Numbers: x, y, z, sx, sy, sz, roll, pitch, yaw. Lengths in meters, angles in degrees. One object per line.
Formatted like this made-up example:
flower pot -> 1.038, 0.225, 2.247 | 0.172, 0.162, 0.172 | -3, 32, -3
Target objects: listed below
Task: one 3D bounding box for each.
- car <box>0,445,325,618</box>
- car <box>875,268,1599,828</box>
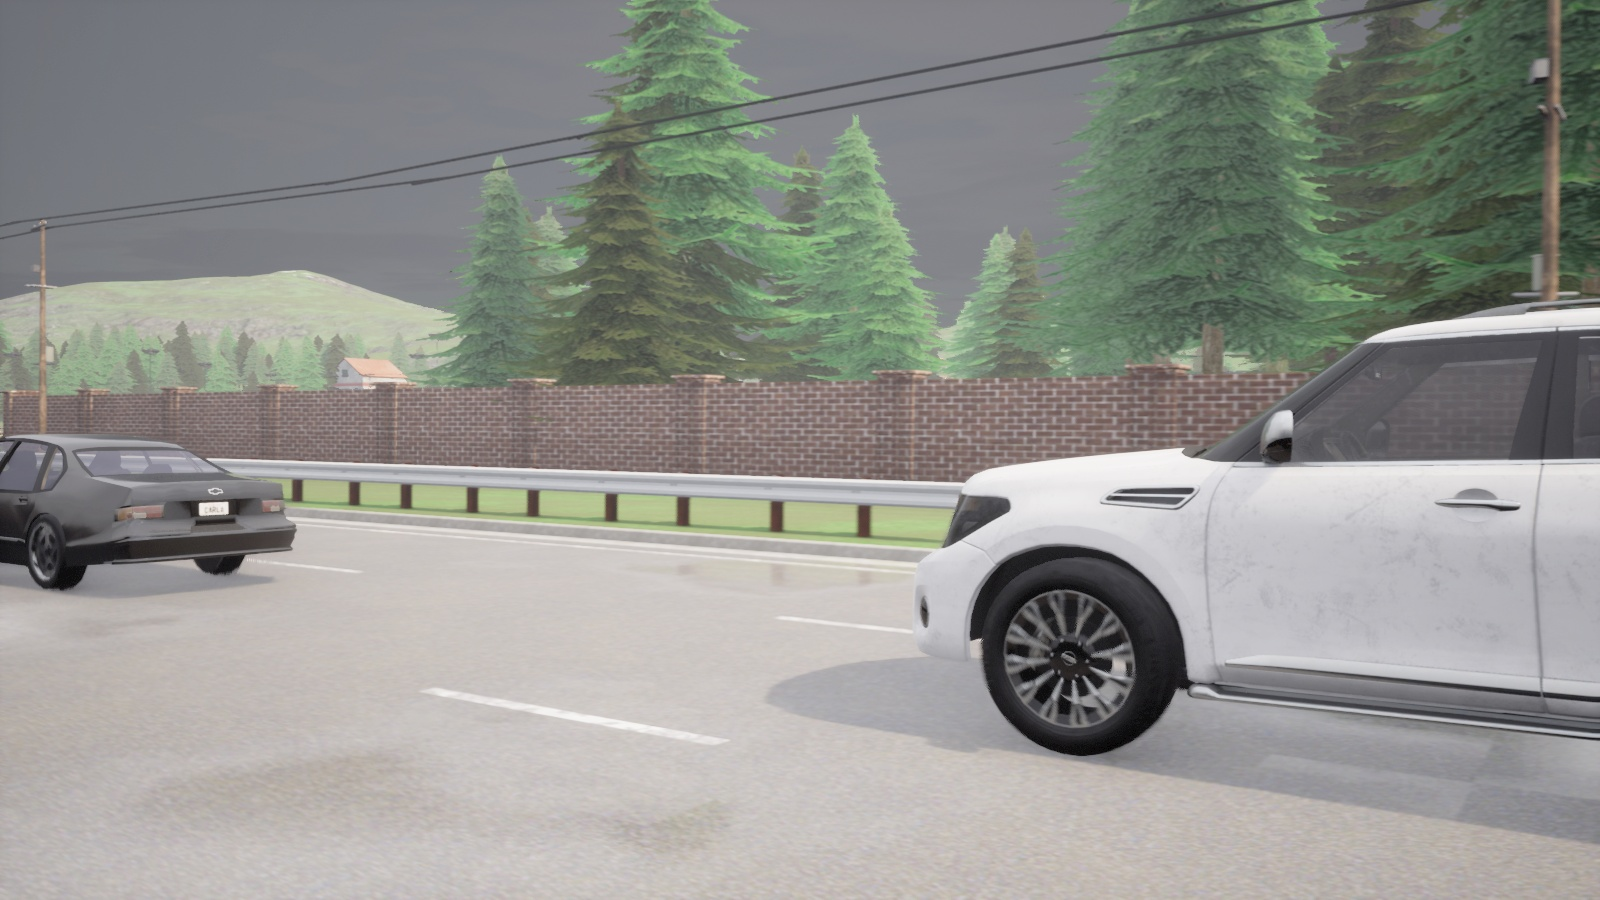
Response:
car -> -7.374, 0.672, 12.724 | 5.357, 1.411, 2.033 | 0, 1, 34
car -> 3.298, 0.344, 5.629 | 5.566, 2.045, 2.150 | 0, 1, 34
